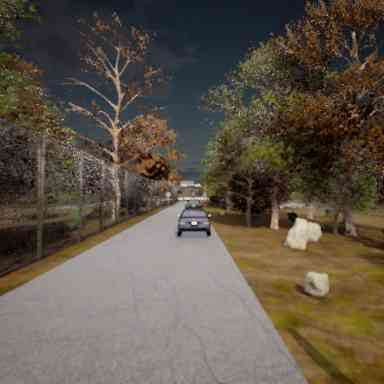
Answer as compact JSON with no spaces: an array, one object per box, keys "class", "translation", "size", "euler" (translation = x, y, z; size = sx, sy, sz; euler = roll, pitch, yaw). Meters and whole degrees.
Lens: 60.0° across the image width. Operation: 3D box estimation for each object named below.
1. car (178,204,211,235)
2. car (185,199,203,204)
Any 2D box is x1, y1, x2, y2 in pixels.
[{"class":"car","translation":[0.127,1.641,19.412],"size":[2.033,1.411,5.357],"euler":[0,0,0]},{"class":"car","translation":[0.213,1.584,40.338],"size":[2.097,1.767,4.553],"euler":[0,0,0]}]
